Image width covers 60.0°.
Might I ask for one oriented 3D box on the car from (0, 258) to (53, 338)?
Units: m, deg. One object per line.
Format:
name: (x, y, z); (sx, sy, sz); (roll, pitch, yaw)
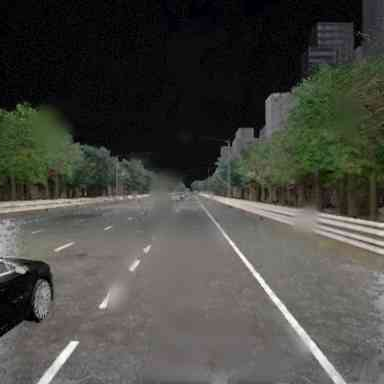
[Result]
car: (-3.502, 1.491, 4.310); (2.128, 1.511, 4.902); (0, 0, 0)

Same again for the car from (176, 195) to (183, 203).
car: (-3.522, 1.666, 73.112); (1.895, 1.301, 4.718); (0, 0, 0)

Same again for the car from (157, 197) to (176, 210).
car: (-3.511, 1.549, 43.446); (1.837, 1.490, 4.892); (0, 0, 0)

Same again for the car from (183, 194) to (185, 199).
car: (-3.529, 1.567, 92.936); (1.837, 1.490, 4.892); (0, 0, 0)
